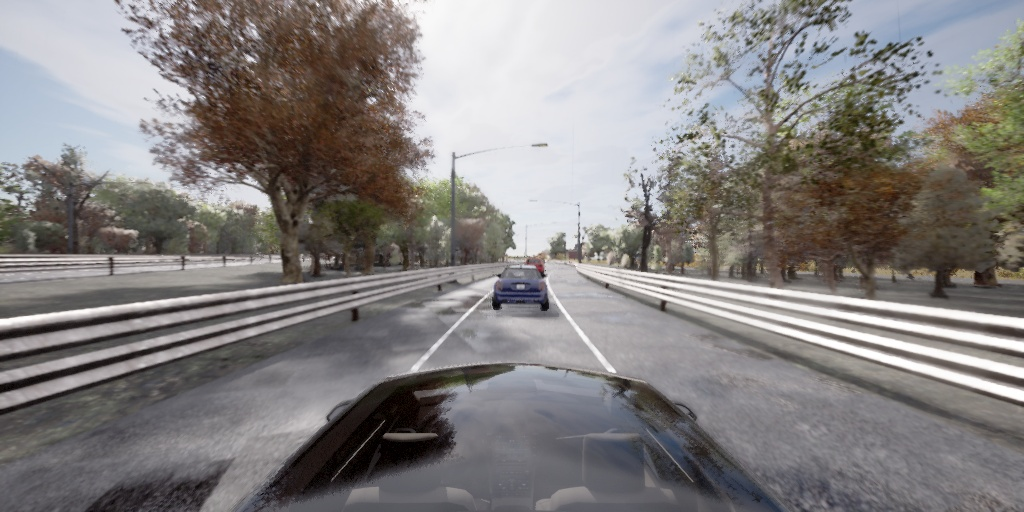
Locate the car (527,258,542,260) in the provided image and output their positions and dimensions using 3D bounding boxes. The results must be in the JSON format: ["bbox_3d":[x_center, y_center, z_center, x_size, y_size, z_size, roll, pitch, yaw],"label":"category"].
[{"bbox_3d":[2.760,1.242,42.984,2.150,2.045,5.566,0,0,8],"label":"car"}]

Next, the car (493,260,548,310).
[{"bbox_3d":[0.409,1.180,15.435,2.097,1.767,4.553,0,0,2],"label":"car"}]
